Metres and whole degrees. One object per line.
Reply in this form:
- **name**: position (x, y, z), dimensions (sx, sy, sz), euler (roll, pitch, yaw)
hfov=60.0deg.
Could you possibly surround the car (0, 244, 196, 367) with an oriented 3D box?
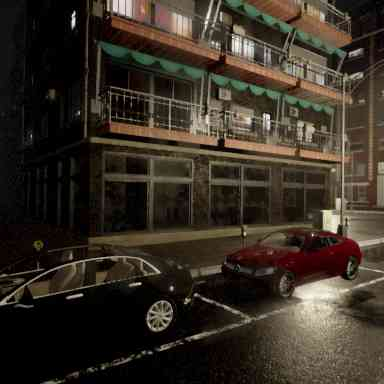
- **car**: position (-1.978, 1.551, 5.090), dimensions (4.403, 1.369, 2.008), euler (0, 1, -35)

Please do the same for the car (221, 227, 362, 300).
- **car**: position (2.649, 1.585, 8.393), dimensions (4.206, 1.307, 1.802), euler (0, 1, -35)
